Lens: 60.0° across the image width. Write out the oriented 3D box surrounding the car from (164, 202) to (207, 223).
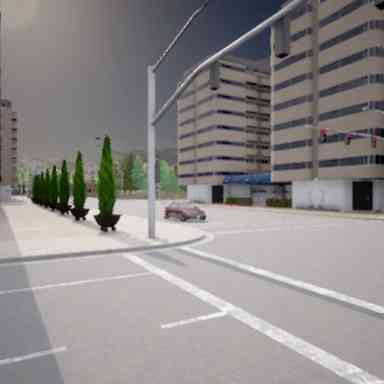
[{"bbox_3d":[-0.654,1.527,26.112,1.812,1.442,4.674,0,0,-29],"label":"car"}]
